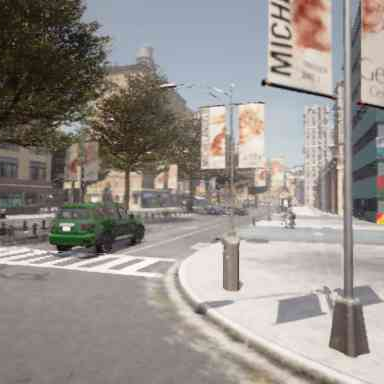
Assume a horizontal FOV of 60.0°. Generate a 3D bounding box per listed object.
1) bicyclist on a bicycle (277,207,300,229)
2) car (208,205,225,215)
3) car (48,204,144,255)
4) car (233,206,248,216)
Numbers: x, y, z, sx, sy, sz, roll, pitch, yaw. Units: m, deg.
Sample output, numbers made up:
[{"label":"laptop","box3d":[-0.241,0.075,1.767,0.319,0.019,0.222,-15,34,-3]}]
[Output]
[{"label":"bicyclist on a bicycle","box3d":[7.243,1.958,24.934,1.656,1.620,0.582,0,-2,18]},{"label":"car","box3d":[3.796,2.789,51.046,1.812,1.442,4.674,0,-2,18]},{"label":"car","box3d":[-4.118,1.570,15.316,2.150,2.045,5.566,0,-2,15]},{"label":"car","box3d":[7.393,2.807,50.781,1.812,1.442,4.674,0,-2,18]}]
